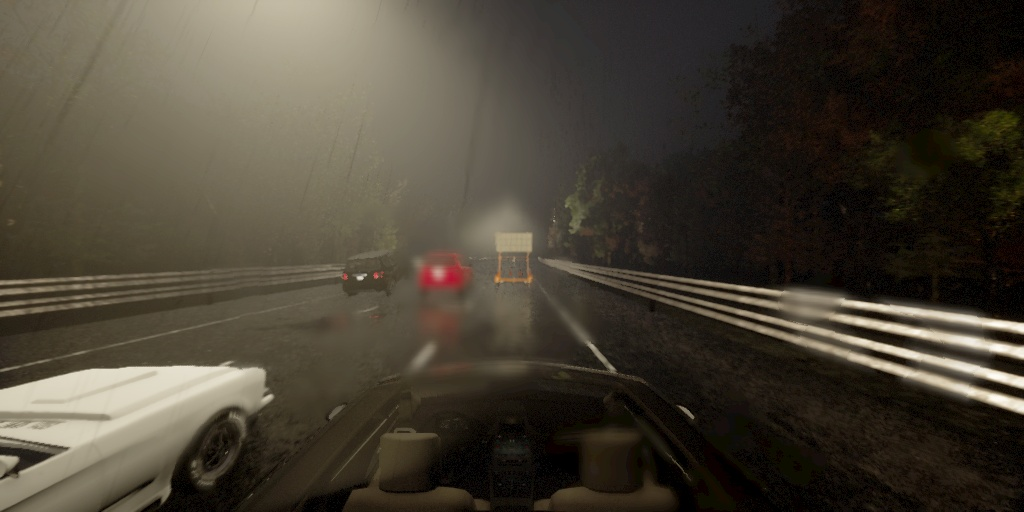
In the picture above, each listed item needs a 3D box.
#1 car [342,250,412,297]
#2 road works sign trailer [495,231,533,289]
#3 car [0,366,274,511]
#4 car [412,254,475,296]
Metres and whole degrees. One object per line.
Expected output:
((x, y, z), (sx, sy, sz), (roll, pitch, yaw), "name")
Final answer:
((-6.816, 0.717, 18.785), (2.150, 2.045, 5.566), (-2, 8, 1), "car")
((0.133, 0.184, 23.010), (2.380, 3.560, 2.880), (0, 0, 2), "road works sign trailer")
((-3.392, 1.343, 1.548), (1.895, 1.301, 4.718), (0, 0, 0), "car")
((-3.304, 0.937, 18.985), (2.150, 2.045, 5.566), (0, 0, 1), "car")
